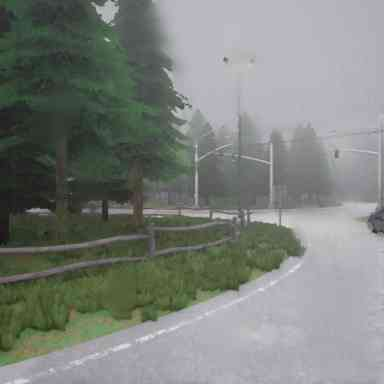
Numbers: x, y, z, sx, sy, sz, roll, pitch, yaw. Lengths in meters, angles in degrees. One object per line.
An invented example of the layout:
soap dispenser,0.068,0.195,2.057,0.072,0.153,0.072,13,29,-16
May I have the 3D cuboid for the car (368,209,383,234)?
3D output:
car,10.434,1.351,16.483,2.097,1.767,4.553,0,0,12
